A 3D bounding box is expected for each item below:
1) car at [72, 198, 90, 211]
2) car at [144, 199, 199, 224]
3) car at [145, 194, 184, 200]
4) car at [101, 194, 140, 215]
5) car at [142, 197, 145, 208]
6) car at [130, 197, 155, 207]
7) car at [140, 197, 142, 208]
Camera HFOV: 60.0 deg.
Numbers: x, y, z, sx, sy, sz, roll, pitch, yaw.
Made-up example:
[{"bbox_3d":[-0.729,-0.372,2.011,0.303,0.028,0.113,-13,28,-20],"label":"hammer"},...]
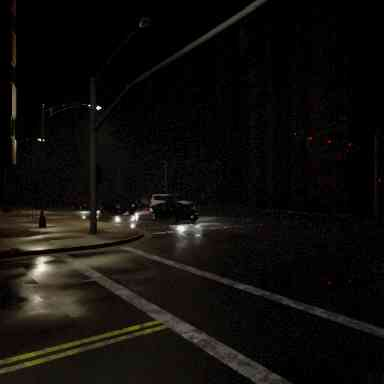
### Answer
[{"bbox_3d":[-13.670,1.478,42.070,1.882,1.535,5.008,0,0,-36],"label":"car"},{"bbox_3d":[-1.441,1.507,25.248,1.837,1.490,4.892,0,-1,-36],"label":"car"},{"bbox_3d":[-1.992,1.224,31.944,2.150,2.045,5.566,0,0,-36],"label":"car"},{"bbox_3d":[-7.493,1.351,33.546,2.097,1.767,4.553,0,0,-36],"label":"car"},{"bbox_3d":[-8.511,1.526,47.099,1.812,1.442,4.674,0,0,-36],"label":"car"},{"bbox_3d":[-7.814,1.526,52.092,1.812,1.442,4.674,0,0,-37],"label":"car"},{"bbox_3d":[-8.708,1.221,41.171,2.150,2.045,5.566,0,0,-36],"label":"car"}]
